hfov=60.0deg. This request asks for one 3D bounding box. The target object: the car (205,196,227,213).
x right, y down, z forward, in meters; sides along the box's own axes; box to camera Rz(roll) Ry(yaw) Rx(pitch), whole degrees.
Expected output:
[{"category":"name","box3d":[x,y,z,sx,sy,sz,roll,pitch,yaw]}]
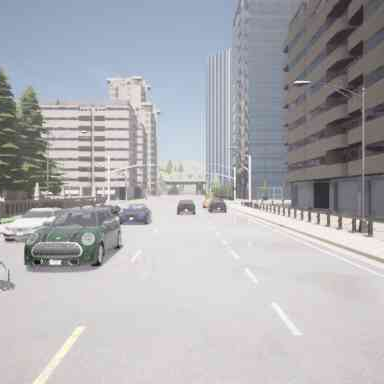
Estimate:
[{"category":"car","box3d":[2.809,1.505,37.643,1.837,1.490,4.892,0,0,-1]}]

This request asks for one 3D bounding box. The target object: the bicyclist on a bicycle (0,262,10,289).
[{"category":"bicyclist on a bicycle","box3d":[-4.996,1.455,7.562,1.656,1.620,0.582,-2,0,-1]}]

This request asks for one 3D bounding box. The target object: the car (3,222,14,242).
[{"category":"car","box3d":[-7.395,1.526,16.529,1.812,1.442,4.674,0,0,-1]}]

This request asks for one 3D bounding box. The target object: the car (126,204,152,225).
[{"category":"car","box3d":[-3.992,1.564,23.770,1.994,1.385,4.181,0,0,-1]}]

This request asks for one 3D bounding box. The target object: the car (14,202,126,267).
[{"category":"car","box3d":[-3.811,1.352,11.413,2.097,1.767,4.553,0,0,-1]}]

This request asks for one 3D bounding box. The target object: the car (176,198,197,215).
[{"category":"car","box3d":[-0.601,1.505,34.364,1.837,1.490,4.892,0,0,-1]}]

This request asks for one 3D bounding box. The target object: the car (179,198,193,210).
[{"category":"car","box3d":[-0.804,1.526,43.611,1.812,1.442,4.674,0,0,-1]}]

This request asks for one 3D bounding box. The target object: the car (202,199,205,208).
[{"category":"car","box3d":[2.591,1.352,46.777,2.097,1.767,4.553,0,0,-1]}]

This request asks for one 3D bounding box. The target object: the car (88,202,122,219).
[{"category":"car","box3d":[-7.663,1.601,29.753,1.895,1.301,4.718,0,0,-1]}]
